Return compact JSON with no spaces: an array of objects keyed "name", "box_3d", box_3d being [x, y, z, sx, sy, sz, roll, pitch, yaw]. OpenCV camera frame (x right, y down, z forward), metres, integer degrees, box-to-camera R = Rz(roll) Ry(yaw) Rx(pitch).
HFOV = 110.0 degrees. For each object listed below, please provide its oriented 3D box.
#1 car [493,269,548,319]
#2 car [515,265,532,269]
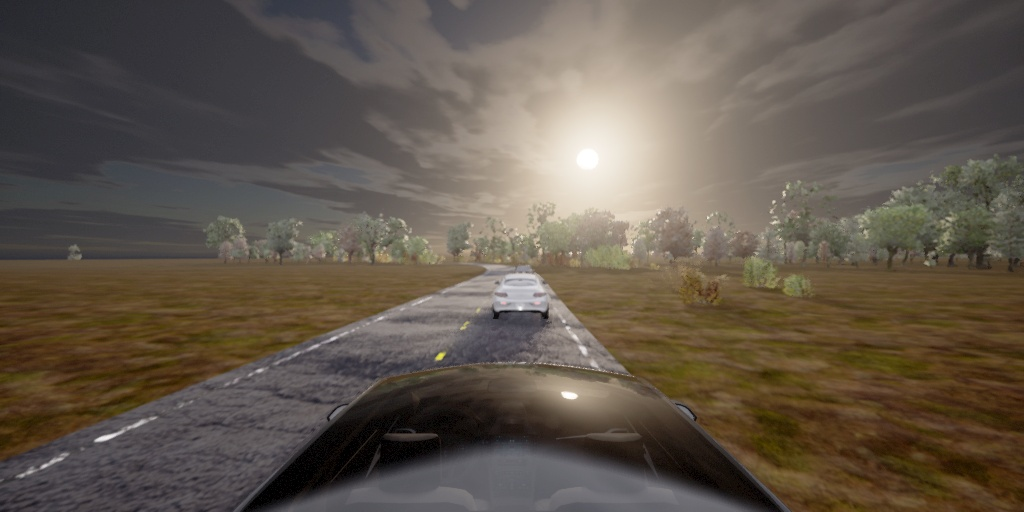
[{"name":"car","box_3d":[0.323,1.361,13.220,1.812,1.442,4.674,0,0,2]},{"name":"car","box_3d":[1.048,1.526,32.443,2.033,1.411,5.357,0,0,2]}]
